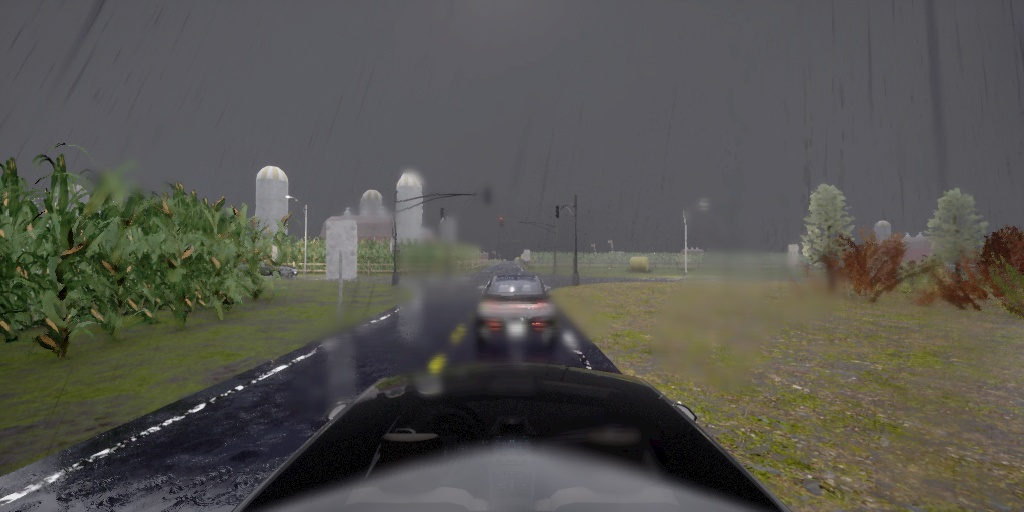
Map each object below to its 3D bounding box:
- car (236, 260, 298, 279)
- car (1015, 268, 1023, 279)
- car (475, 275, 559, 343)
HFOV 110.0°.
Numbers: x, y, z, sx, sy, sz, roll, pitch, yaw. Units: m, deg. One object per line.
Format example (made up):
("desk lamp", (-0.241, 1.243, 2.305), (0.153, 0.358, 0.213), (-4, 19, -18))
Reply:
("car", (-19.934, 1.059, 28.805), (4.902, 1.511, 2.128), (0, -1, -4))
("car", (48.674, 1.720, 33.485), (4.674, 1.442, 1.812), (1, -1, -5))
("car", (0.103, 1.245, 9.645), (2.128, 1.511, 4.902), (0, 0, 0))
